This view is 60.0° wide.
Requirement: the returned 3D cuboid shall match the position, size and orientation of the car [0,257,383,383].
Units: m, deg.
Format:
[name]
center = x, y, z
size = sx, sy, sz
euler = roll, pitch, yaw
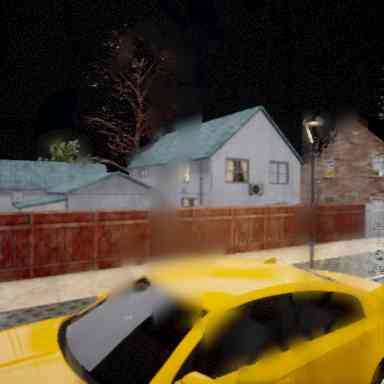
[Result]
[car]
center = 0.127, 1.456, 3.088
size = 5.008, 1.535, 1.882
euler = 0, 0, -31
